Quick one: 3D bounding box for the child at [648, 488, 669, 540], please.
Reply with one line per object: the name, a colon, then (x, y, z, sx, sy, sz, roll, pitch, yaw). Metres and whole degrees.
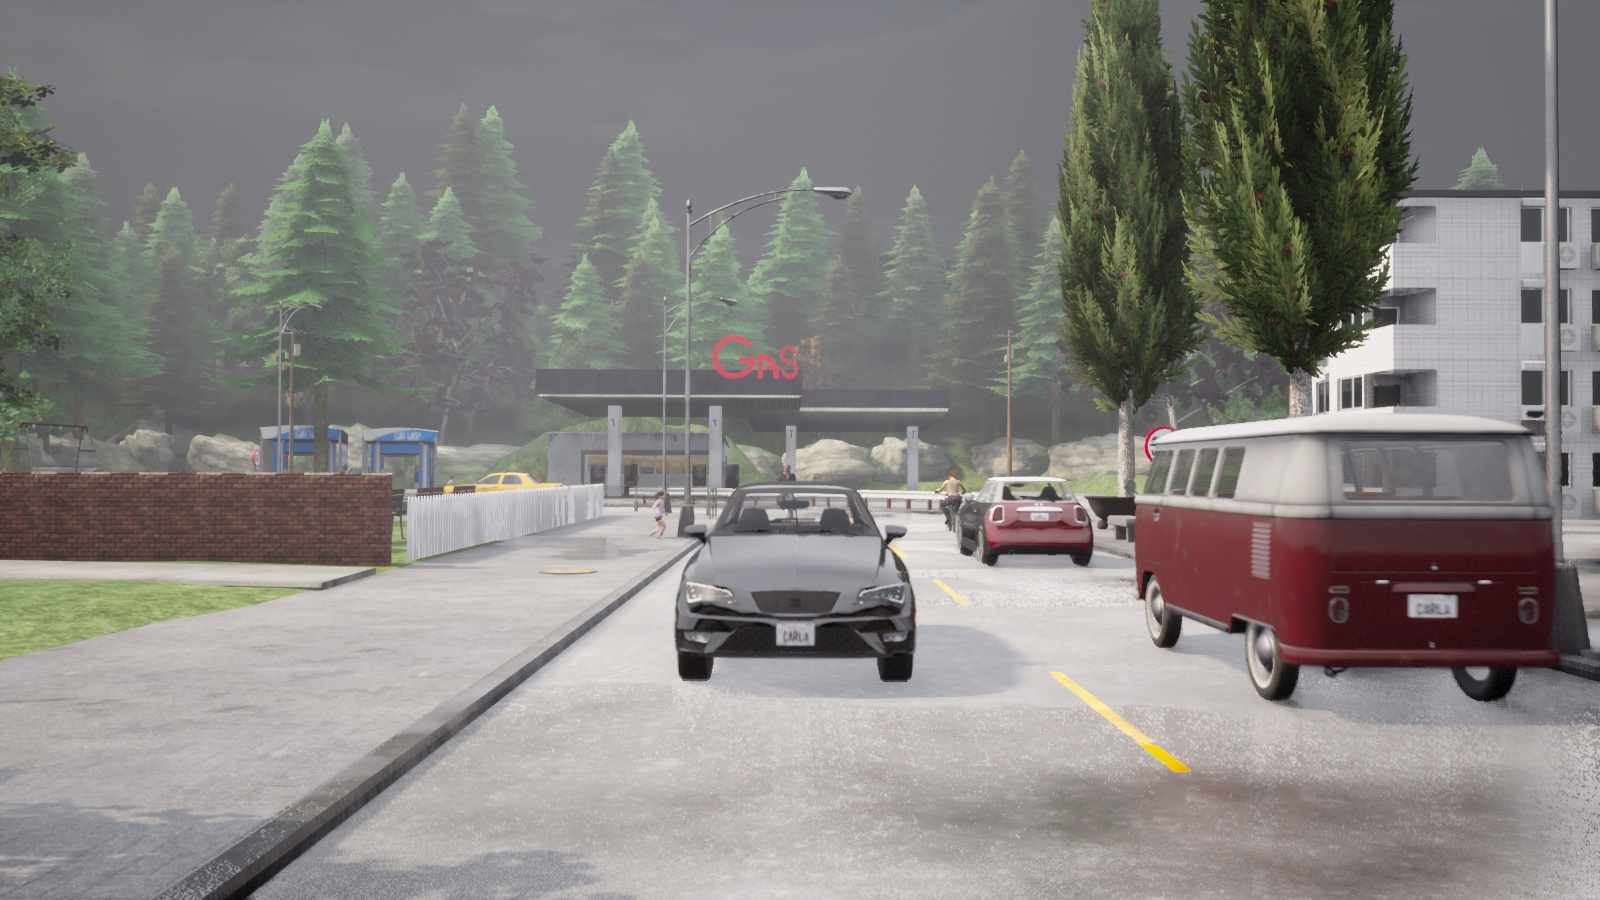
child: (-3.028, 1.366, 26.820, 0.394, 1.110, 0.255, 0, -1, 6)

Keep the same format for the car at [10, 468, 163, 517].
car: (-26.766, 1.571, 47.222, 4.553, 1.767, 2.097, 0, -1, 0)

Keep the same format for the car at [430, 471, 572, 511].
car: (-12.178, 1.662, 51.334, 5.366, 1.575, 1.801, 0, -1, 0)

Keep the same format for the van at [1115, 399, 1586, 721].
van: (3.972, 0.719, 10.018, 1.775, 1.987, 4.442, 0, -1, 0)

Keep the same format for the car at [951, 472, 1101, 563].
car: (3.936, 1.141, 22.484, 1.970, 1.475, 3.806, 0, -1, 0)

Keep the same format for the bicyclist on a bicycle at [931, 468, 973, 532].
bicyclist on a bicycle: (3.911, 1.278, 32.364, 0.866, 1.612, 1.509, 0, -1, 0)

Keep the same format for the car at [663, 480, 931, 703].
car: (-0.030, 1.006, 10.622, 1.816, 1.474, 4.193, 0, -1, 0)
